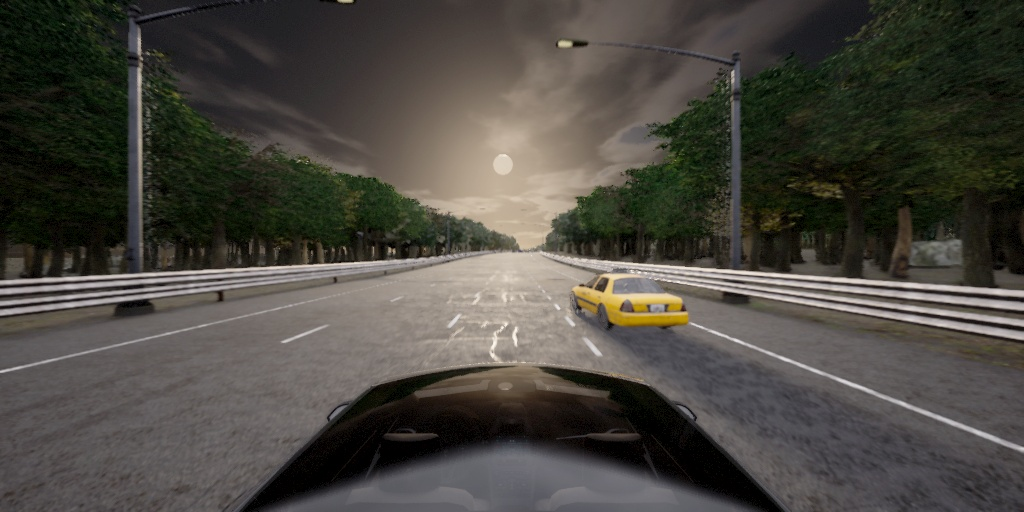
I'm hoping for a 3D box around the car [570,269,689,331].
[{"bbox_3d":[3.156,1.175,10.907,1.801,1.575,5.366,0,0,-5],"label":"car"}]
